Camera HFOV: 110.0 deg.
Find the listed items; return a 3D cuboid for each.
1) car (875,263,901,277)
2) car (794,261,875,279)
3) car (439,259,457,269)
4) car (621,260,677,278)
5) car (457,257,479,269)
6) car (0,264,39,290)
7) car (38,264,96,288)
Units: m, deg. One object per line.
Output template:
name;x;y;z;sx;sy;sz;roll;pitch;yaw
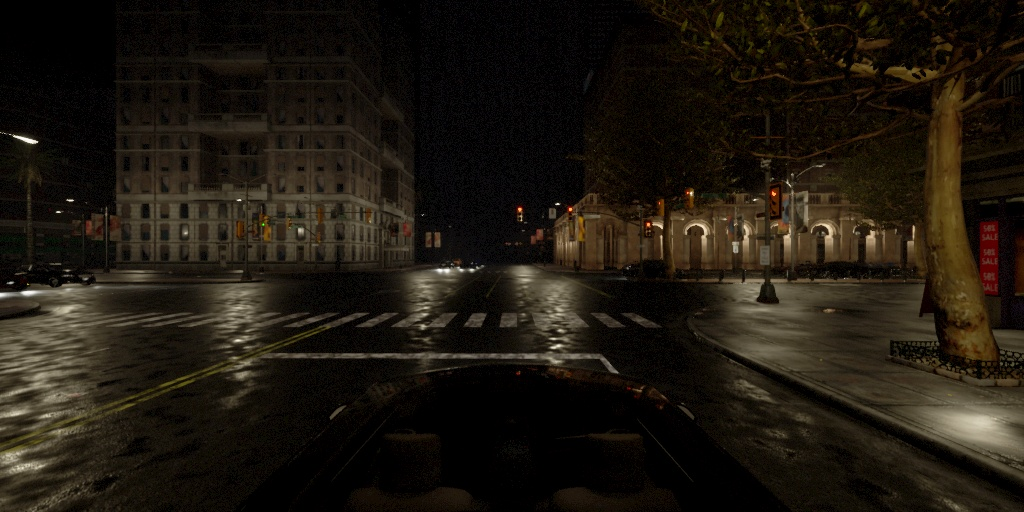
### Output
car;34.055;1.297;34.560;5.357;1.411;2.033;0;0;1
car;27.812;1.227;31.114;5.008;1.535;1.882;0;0;1
car;-10.412;1.242;57.249;2.128;1.511;4.902;0;0;1
car;12.084;1.314;31.249;4.181;1.385;1.994;0;0;0
car;-6.916;1.102;56.804;2.097;1.767;4.553;0;0;1
car;-29.793;1.314;19.910;4.181;1.385;1.994;0;0;1
car;-30.233;1.242;23.421;4.902;1.511;2.128;0;0;1
